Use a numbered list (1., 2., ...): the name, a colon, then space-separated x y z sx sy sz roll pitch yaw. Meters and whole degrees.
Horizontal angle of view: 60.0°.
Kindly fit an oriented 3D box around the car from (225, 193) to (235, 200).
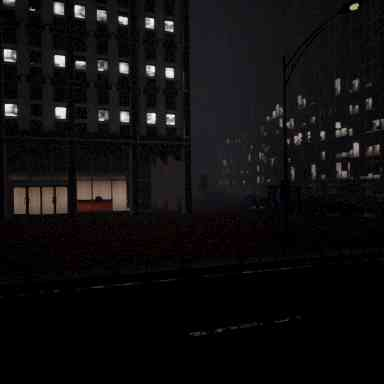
1. car: 7.625 0.953 69.607 1.802 1.307 4.206 0 1 -20

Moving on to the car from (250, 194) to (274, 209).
1. car: 9.252 1.331 40.011 1.947 1.339 4.313 0 1 -20

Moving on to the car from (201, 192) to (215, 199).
1. car: 3.796 0.705 80.308 1.967 1.590 4.097 0 1 -20

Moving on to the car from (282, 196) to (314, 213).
1. car: 11.111 1.399 34.641 1.802 1.307 4.206 0 1 -20

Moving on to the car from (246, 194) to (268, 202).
1. car: 11.453 1.059 58.903 1.802 1.307 4.206 0 1 -20

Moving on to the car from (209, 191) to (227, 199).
1. car: 5.710 0.633 74.955 2.192 1.841 5.009 0 1 -20

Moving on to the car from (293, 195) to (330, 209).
1. car: 14.836 1.201 41.700 1.812 1.442 4.674 -1 1 -20

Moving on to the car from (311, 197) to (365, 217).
1. car: 13.009 1.434 29.281 1.947 1.339 4.313 0 1 -20

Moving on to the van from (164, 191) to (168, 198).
1. van: -6.008 0.685 82.839 1.690 1.788 3.998 0 1 -20

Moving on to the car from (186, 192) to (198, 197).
1. car: -0.031 0.708 91.012 2.008 1.369 4.403 0 1 -20

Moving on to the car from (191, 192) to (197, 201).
1. car: -0.266 1.055 66.786 2.008 1.369 4.403 0 1 -20

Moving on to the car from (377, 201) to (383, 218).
1. car: 17.011 1.217 26.035 2.097 1.767 4.553 -1 1 -19

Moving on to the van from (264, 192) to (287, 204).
1. van: 13.365 0.870 53.548 1.690 1.788 3.998 0 1 -20

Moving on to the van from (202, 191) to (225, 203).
1. van: 3.561 0.951 56.080 1.690 1.788 3.998 0 1 -20

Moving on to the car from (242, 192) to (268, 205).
1. car: 9.084 1.130 48.356 1.882 1.535 5.008 -1 1 -20
